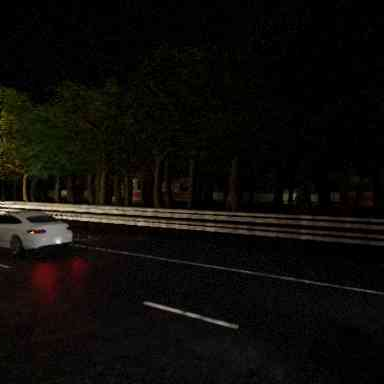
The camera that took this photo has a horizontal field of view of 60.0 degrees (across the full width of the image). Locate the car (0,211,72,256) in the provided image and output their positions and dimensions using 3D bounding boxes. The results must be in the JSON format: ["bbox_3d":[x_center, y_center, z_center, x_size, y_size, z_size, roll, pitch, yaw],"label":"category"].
[{"bbox_3d":[-6.479,1.439,12.627,4.674,1.442,1.812,0,0,34],"label":"car"}]
